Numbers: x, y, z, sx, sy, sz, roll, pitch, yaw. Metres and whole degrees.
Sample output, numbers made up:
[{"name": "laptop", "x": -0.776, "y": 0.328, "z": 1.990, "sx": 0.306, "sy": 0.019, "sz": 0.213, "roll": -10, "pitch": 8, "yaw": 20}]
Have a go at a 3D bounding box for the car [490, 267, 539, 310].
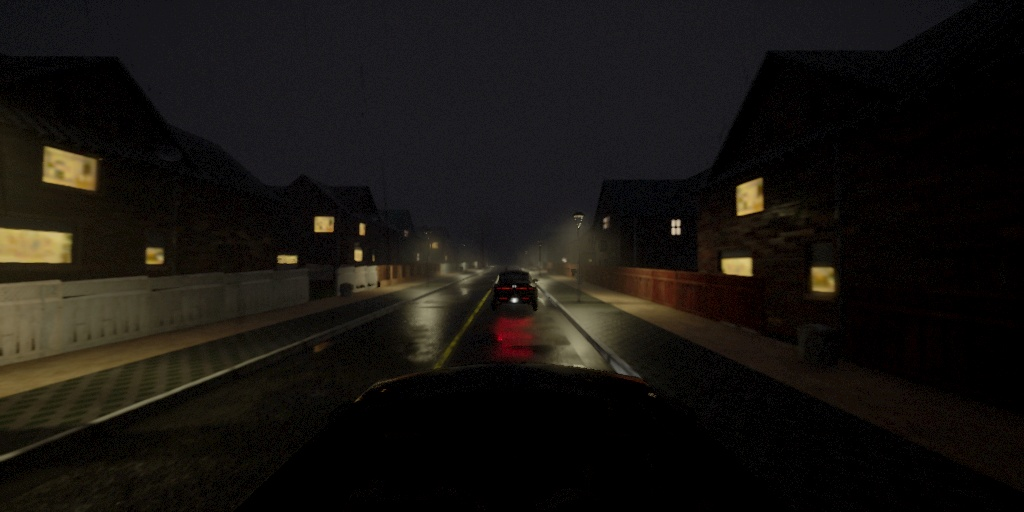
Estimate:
[{"name": "car", "x": 0.100, "y": 1.391, "z": 15.570, "sx": 1.837, "sy": 1.490, "sz": 4.892, "roll": 0, "pitch": -1, "yaw": 0}]
